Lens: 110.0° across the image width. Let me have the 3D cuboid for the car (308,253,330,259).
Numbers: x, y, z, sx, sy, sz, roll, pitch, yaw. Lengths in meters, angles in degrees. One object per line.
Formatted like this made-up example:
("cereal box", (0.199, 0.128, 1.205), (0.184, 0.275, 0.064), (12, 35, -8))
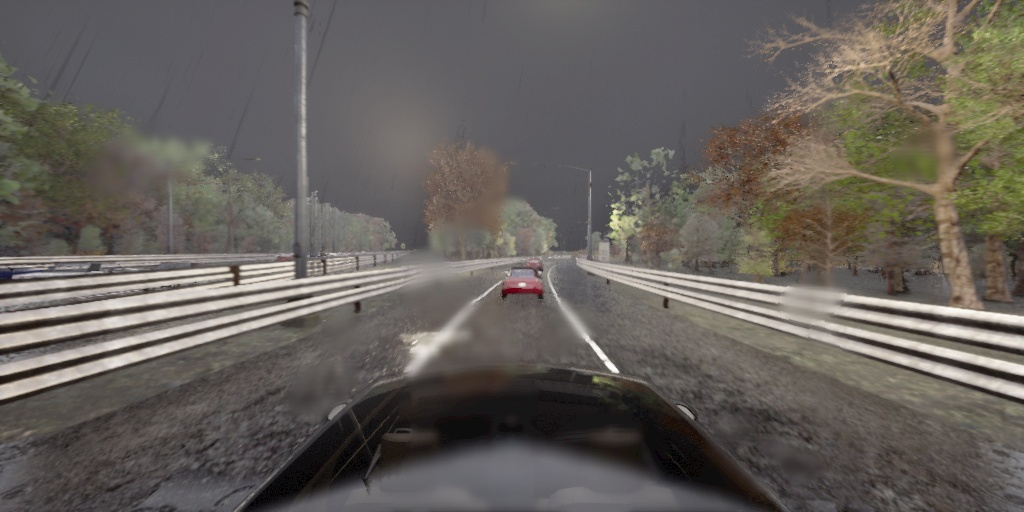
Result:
("car", (-26.174, 0.379, 48.817), (1.837, 1.490, 4.892), (0, 1, -13))

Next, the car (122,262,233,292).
("car", (-15.209, 0.923, 16.964), (1.895, 1.301, 4.718), (0, 1, -13))

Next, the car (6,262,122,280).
("car", (-18.587, 0.911, 16.034), (1.895, 1.301, 4.718), (0, 1, -13))

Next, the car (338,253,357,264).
("car", (-22.877, 0.359, 50.096), (1.882, 1.535, 5.008), (0, 1, -13))

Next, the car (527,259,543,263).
("car", (2.552, 1.025, 40.675), (1.812, 1.442, 4.674), (0, 1, 8))

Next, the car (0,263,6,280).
("car", (-21.874, 0.905, 14.709), (1.895, 1.301, 4.718), (0, 1, -13))

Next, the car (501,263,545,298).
("car", (0.555, 1.217, 17.789), (1.994, 1.385, 4.181), (0, 0, 3))

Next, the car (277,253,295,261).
("car", (-29.557, 0.340, 47.908), (1.882, 1.535, 5.008), (0, 1, -13))
